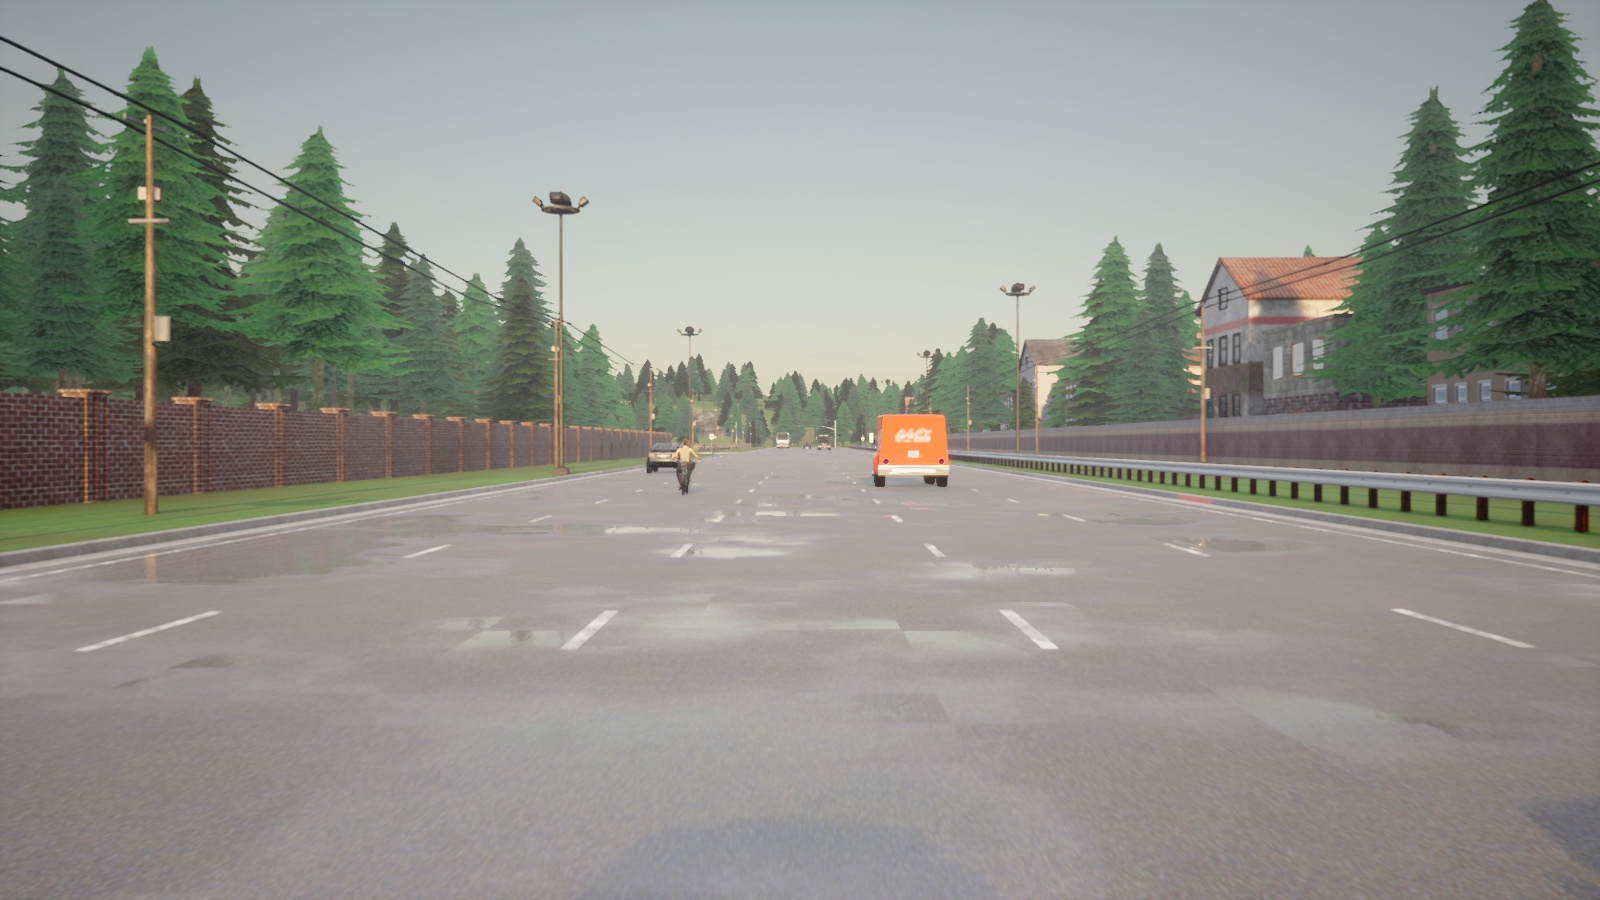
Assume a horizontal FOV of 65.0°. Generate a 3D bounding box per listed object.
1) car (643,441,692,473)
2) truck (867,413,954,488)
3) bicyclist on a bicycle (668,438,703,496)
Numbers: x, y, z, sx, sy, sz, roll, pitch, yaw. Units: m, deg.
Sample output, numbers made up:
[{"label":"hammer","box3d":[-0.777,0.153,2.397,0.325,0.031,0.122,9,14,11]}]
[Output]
[{"label":"car","box3d":[-6.626,0.332,63.228,2.007,1.525,4.514,0,0,0]},{"label":"truck","box3d":[3.765,0.015,43.925,2.627,2.467,5.204,0,0,0]},{"label":"bicyclist on a bicycle","box3d":[-3.285,0.477,36.111,0.866,1.612,1.509,0,0,1]}]
